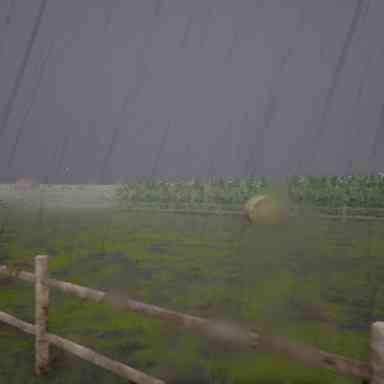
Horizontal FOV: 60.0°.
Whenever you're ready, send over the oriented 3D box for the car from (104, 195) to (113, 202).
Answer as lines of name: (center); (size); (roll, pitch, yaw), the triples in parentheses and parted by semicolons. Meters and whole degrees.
car: (-17.046, 1.422, 72.192); (1.994, 1.385, 4.181); (2, 1, 35)
